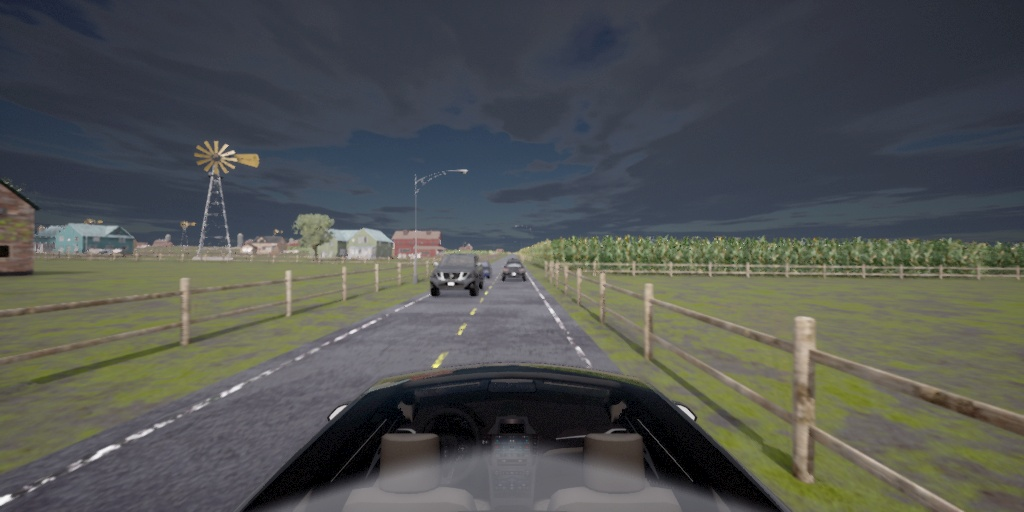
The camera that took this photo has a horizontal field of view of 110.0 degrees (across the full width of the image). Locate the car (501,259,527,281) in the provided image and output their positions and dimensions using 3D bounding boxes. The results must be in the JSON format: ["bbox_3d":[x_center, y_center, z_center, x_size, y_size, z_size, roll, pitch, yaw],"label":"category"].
[{"bbox_3d":[0.156,1.146,28.342,1.812,1.442,4.674,0,0,0],"label":"car"}]

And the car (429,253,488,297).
[{"bbox_3d":[-2.692,0.875,18.702,2.150,2.045,5.566,0,0,0],"label":"car"}]

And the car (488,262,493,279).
[{"bbox_3d":[-2.646,1.150,30.902,2.033,1.411,5.357,0,0,0],"label":"car"}]
